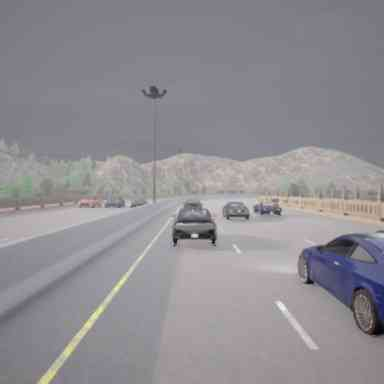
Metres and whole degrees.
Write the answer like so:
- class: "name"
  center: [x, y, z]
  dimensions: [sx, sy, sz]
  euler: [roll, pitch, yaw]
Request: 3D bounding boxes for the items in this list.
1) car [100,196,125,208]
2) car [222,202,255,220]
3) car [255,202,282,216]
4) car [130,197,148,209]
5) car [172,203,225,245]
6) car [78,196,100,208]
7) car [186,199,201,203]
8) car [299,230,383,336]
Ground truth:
- class: "car"
  center: [-10.568, 1.304, 45.661]
  dimensions: [2.097, 1.767, 4.553]
  euler: [0, 0, 0]
- class: "car"
  center: [3.608, 1.517, 27.959]
  dimensions: [2.033, 1.411, 5.357]
  euler: [0, 0, 0]
- class: "car"
  center: [7.109, 1.566, 31.941]
  dimensions: [1.895, 1.301, 4.718]
  euler: [0, 0, 0]
- class: "car"
  center: [-7.067, 1.459, 45.006]
  dimensions: [1.837, 1.490, 4.892]
  euler: [0, 0, 0]
- class: "car"
  center: [0.105, 1.475, 15.355]
  dimensions: [2.128, 1.511, 4.902]
  euler: [0, 0, 0]
- class: "car"
  center: [-14.068, 1.305, 45.752]
  dimensions: [2.097, 1.767, 4.553]
  euler: [0, 0, 0]
- class: "car"
  center: [0.110, 1.469, 33.483]
  dimensions: [1.837, 1.490, 4.892]
  euler: [0, 0, 0]
- class: "car"
  center: [3.602, 1.518, 6.542]
  dimensions: [1.812, 1.442, 4.674]
  euler: [0, 0, 0]
